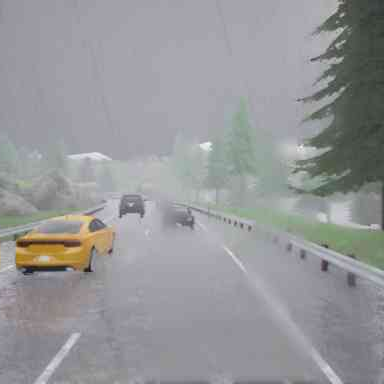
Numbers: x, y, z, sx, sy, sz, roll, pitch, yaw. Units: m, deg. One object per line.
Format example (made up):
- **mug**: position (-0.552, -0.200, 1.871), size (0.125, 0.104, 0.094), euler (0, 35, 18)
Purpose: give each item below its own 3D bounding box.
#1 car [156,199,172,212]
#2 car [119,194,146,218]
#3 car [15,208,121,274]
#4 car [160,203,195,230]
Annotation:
- **car**: position (-3.211, 1.554, 39.432), size (2.033, 1.411, 5.357), euler (0, 0, -9)
- **car**: position (-5.481, 1.231, 30.814), size (2.150, 2.045, 5.566), euler (0, 0, -7)
- **car**: position (-3.734, 1.484, 10.664), size (1.882, 1.535, 5.008), euler (0, 0, -2)
- **car**: position (-0.937, 1.603, 21.233), size (1.895, 1.301, 4.718), euler (0, 0, -5)
